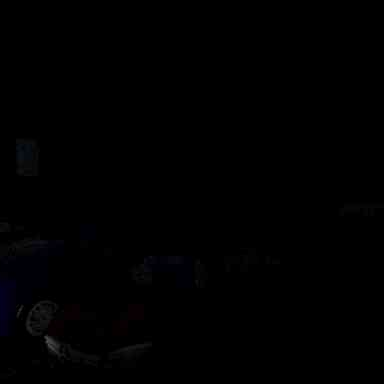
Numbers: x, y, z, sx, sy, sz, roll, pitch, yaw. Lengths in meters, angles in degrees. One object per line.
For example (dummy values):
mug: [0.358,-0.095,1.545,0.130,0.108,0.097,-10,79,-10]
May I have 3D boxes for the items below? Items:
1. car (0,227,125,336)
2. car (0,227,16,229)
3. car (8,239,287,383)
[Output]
car: [-2.220,1.538,6.839,2.097,1.535,5.008,-1,0,35]
car: [-4.465,1.608,8.440,2.002,1.452,4.674,-1,0,35]
car: [0.032,1.549,5.247,2.002,1.452,4.674,-1,0,35]
